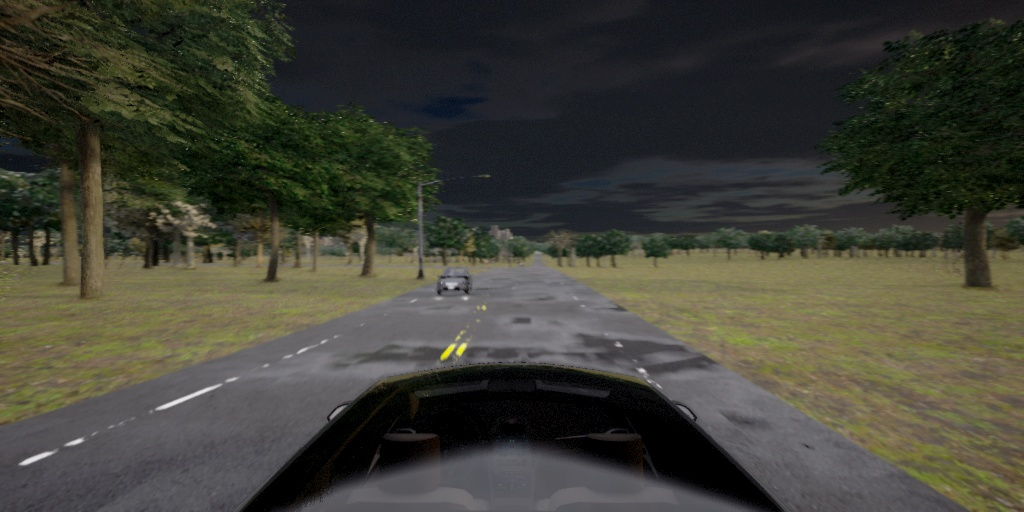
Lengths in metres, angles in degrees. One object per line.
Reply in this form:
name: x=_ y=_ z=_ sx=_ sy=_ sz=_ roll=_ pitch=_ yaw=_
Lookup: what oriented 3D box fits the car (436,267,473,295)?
car: x=-3.409 y=1.466 z=21.915 sx=2.128 sy=1.511 sz=4.902 roll=-1 pitch=0 yaw=-3
